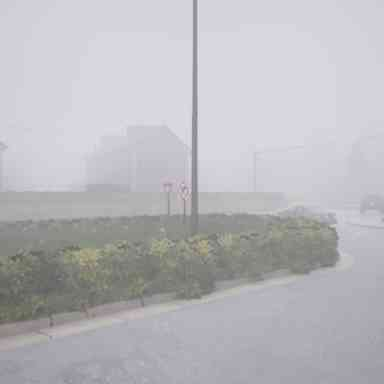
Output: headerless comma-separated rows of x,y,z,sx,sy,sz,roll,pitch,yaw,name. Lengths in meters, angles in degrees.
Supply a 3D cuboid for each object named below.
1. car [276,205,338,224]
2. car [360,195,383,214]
7.812,1.620,23.260,2.033,1.411,5.357,0,0,-14,car
20.217,1.360,37.405,2.150,2.045,5.566,0,0,28,car
